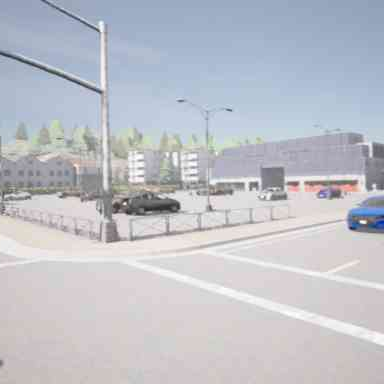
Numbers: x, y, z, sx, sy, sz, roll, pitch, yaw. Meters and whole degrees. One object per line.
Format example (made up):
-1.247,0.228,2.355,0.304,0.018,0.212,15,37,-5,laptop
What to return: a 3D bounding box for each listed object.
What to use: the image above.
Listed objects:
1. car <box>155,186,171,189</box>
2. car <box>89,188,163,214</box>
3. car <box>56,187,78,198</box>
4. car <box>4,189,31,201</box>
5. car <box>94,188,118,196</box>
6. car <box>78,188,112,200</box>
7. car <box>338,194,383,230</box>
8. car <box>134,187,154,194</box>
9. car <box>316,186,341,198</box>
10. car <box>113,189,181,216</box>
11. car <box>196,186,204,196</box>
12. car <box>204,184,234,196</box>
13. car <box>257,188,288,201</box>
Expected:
-5.785,-0.347,66.643,5.027,1.636,2.152,-2,2,-41,car
-5.017,0.788,26.206,5.027,1.636,2.152,-2,2,-41,car
-21.005,0.116,57.689,4.605,1.855,1.932,-2,2,-41,car
-27.400,0.641,52.140,3.806,1.475,1.970,-2,2,-41,car
-17.943,-0.028,69.481,4.514,1.523,2.007,-2,2,-41,car
-13.416,0.404,47.789,4.514,1.523,2.007,-2,2,-41,car
9.046,0.910,15.610,5.008,1.535,1.882,-2,2,-41,car
-10.214,-0.292,71.298,3.806,1.475,1.970,-2,2,-41,car
16.790,0.043,40.841,3.633,1.501,1.845,-2,2,-41,car
-2.931,0.812,23.863,4.514,1.523,2.007,-2,2,-41,car
2.559,-0.357,56.943,3.866,1.878,1.905,-2,2,-41,car
4.767,-0.334,55.010,4.605,1.855,1.932,-2,2,-41,car
9.223,0.267,38.263,3.806,1.475,1.970,-2,2,-41,car
